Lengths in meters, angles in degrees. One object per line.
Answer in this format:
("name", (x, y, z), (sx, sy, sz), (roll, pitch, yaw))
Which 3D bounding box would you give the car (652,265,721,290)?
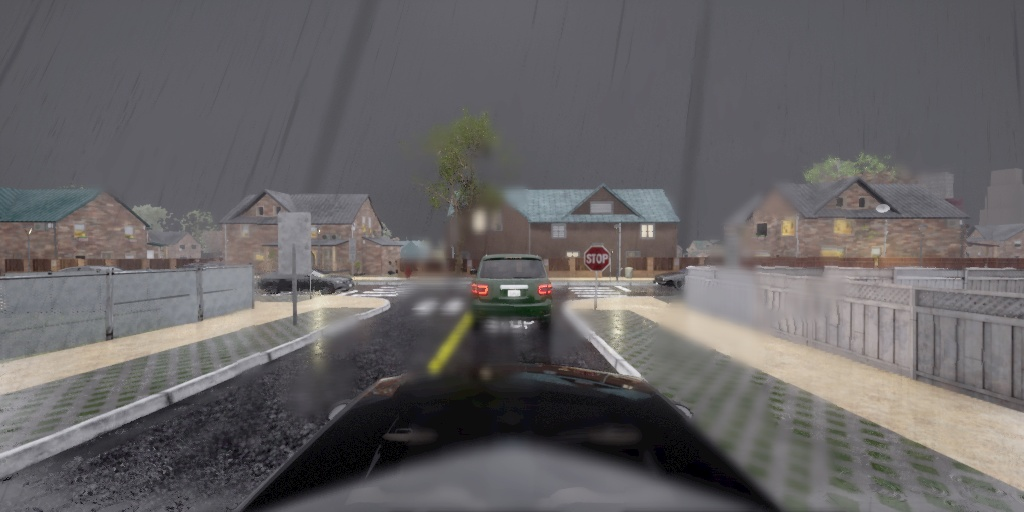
("car", (11.339, 1.248, 21.382), (5.357, 1.411, 2.033), (0, 1, 2))

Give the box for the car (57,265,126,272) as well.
("car", (-22.403, 1.249, 19.513), (5.008, 1.535, 1.882), (0, 1, 2))

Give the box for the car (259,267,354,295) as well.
("car", (-10.919, 1.301, 19.144), (4.674, 1.442, 1.812), (0, 1, 2))

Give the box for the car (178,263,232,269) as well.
("car", (-19.442, 1.193, 22.367), (4.902, 1.511, 2.128), (0, 1, 2))

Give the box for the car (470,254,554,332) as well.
("car", (-0.124, 0.967, 11.081), (2.150, 2.045, 5.566), (0, 0, -4))

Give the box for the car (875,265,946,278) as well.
("car", (22.737, 1.260, 21.111), (4.181, 1.385, 1.994), (0, 1, 1))
